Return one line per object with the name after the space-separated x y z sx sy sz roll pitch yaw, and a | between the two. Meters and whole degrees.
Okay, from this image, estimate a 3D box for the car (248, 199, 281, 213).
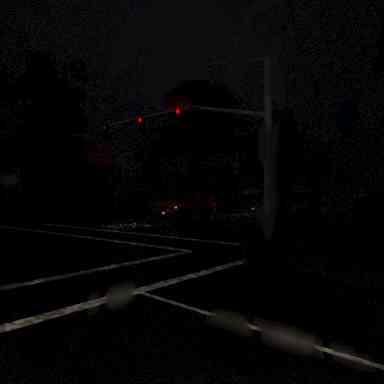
7.966 1.490 36.537 2.128 1.511 4.902 0 0 41 | car

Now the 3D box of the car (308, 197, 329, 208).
18.652 1.526 48.784 1.812 1.442 4.674 0 0 41 | car

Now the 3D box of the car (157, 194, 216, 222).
-0.326 1.221 27.021 2.150 2.045 5.566 0 0 41 | car
